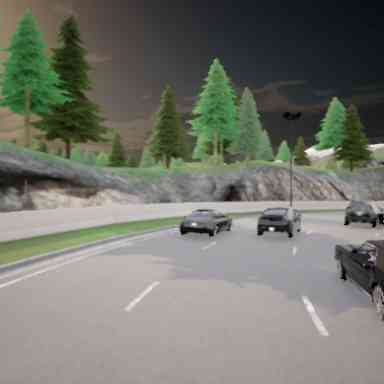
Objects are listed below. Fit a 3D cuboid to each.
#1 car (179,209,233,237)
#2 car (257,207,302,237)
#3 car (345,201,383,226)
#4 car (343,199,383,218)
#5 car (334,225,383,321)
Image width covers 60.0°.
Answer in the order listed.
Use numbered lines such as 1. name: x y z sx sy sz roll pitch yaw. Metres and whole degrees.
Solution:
1. car: 0.901 1.660 18.984 1.994 1.385 4.181 0 0 23
2. car: 5.064 1.643 19.033 1.837 1.490 4.892 0 0 25
3. car: 13.161 1.598 25.196 2.097 1.767 4.553 1 0 38
4. car: 17.881 1.688 34.579 4.553 1.767 2.097 1 0 -39
5. car: 4.507 1.679 7.153 1.895 1.301 4.718 0 0 11
